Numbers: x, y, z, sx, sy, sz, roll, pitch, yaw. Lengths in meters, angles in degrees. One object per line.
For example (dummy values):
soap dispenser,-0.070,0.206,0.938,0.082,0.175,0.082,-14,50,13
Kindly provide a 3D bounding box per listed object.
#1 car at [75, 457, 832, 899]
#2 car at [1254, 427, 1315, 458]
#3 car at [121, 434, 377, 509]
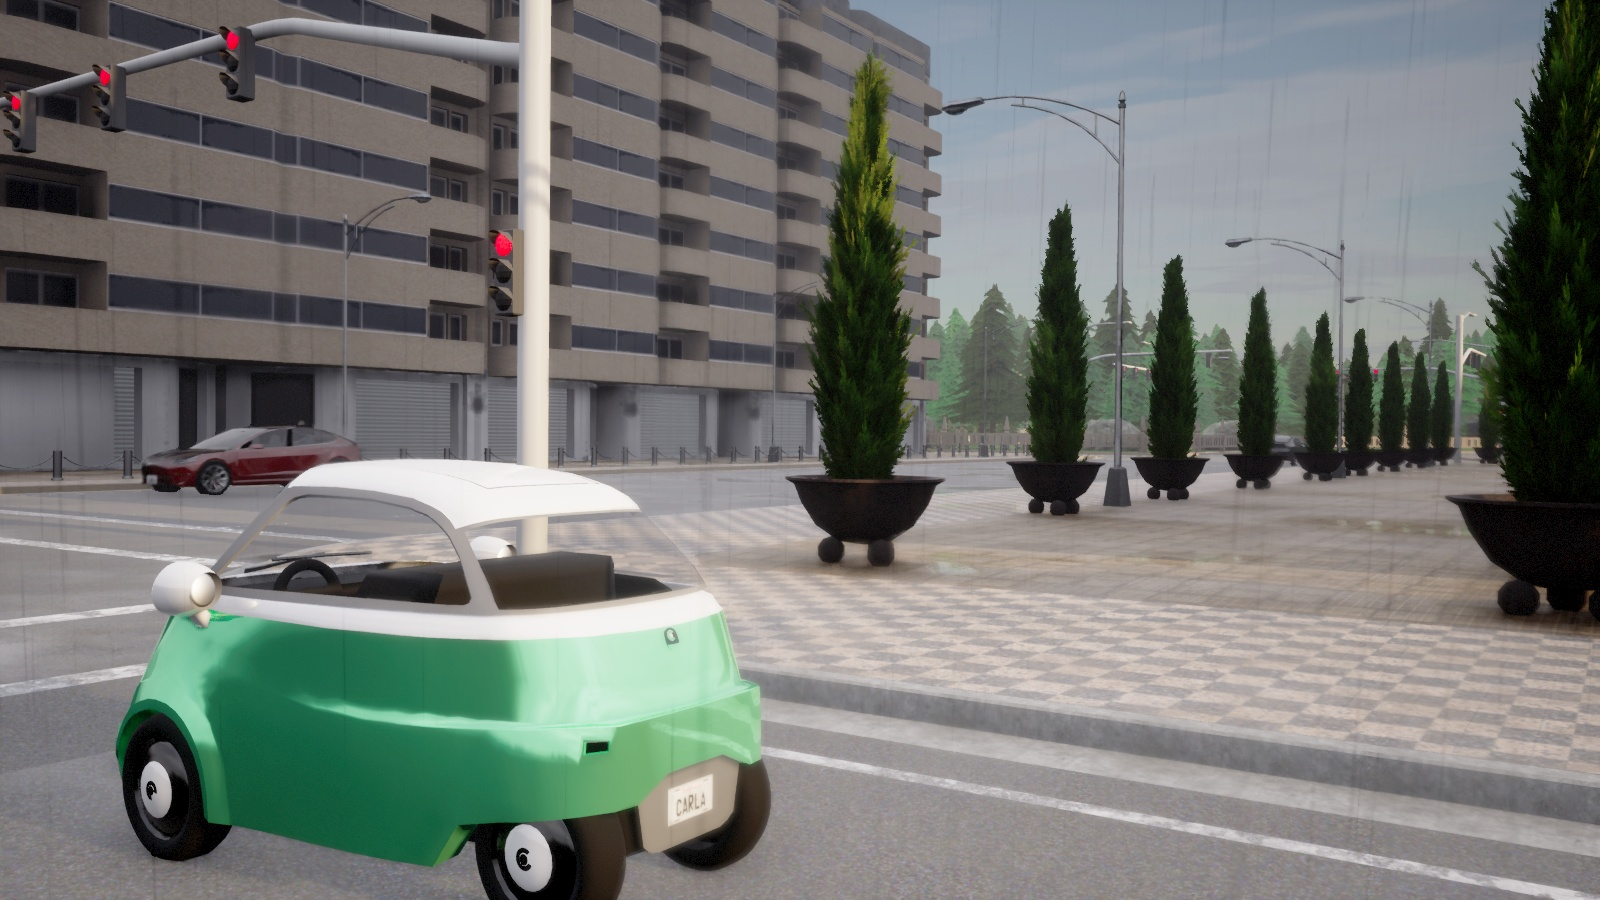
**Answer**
car,-1.218,0.737,4.433,2.207,1.376,1.481,0,1,34
car,24.446,-0.404,63.260,1.837,1.490,4.892,0,1,34
car,-12.101,0.404,27.918,2.163,1.488,4.792,0,1,33
